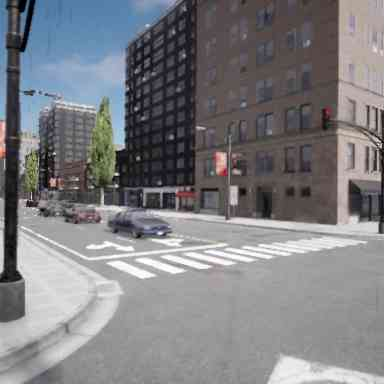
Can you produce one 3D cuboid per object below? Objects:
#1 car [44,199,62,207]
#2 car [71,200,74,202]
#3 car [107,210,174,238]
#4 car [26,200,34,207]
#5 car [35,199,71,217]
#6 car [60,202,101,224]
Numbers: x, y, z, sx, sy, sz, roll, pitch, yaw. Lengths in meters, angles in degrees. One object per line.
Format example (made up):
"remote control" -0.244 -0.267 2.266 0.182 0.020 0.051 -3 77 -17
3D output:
"car" -26.480 2.028 63.115 2.128 1.511 4.902 1 -1 -36
"car" -20.588 1.981 54.918 2.128 1.511 4.902 1 -1 -36
"car" -3.169 1.746 19.214 2.033 1.411 5.357 1 -1 -36
"car" -29.657 2.093 61.965 1.895 1.301 4.718 1 -1 -36
"car" -14.887 1.650 35.532 2.097 1.767 4.553 1 -1 -36
"car" -9.020 1.812 27.351 1.994 1.385 4.181 1 -1 -36
